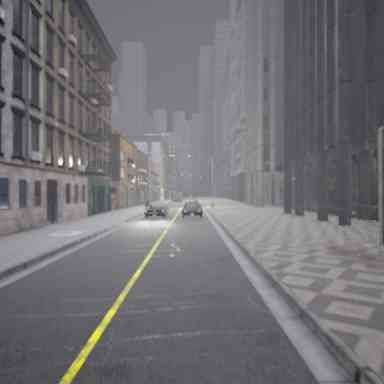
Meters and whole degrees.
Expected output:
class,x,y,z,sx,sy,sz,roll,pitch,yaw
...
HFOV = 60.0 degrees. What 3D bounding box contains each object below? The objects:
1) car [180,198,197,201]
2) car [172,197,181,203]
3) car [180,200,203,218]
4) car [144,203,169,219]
class,x,y,z,sx,sy,sz,roll,pitch,yaw
car,-0.012,1.599,42.179,2.128,1.511,4.902,0,0,1
car,-3.114,1.712,70.779,1.994,1.385,4.181,0,0,0
car,0.031,1.676,30.943,1.895,1.301,4.718,0,0,0
car,-3.146,1.675,30.109,1.895,1.301,4.718,0,0,0
